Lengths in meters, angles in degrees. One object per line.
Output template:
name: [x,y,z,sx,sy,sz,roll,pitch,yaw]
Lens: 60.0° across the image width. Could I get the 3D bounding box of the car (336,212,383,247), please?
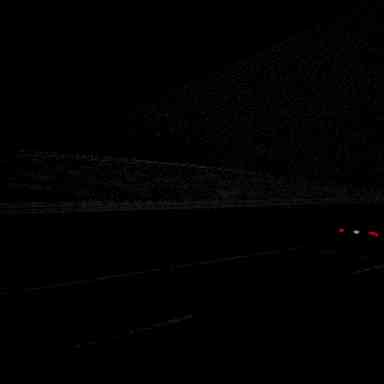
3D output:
car: [8.271,1.576,14.068,5.357,1.411,2.033,0,0,-36]
